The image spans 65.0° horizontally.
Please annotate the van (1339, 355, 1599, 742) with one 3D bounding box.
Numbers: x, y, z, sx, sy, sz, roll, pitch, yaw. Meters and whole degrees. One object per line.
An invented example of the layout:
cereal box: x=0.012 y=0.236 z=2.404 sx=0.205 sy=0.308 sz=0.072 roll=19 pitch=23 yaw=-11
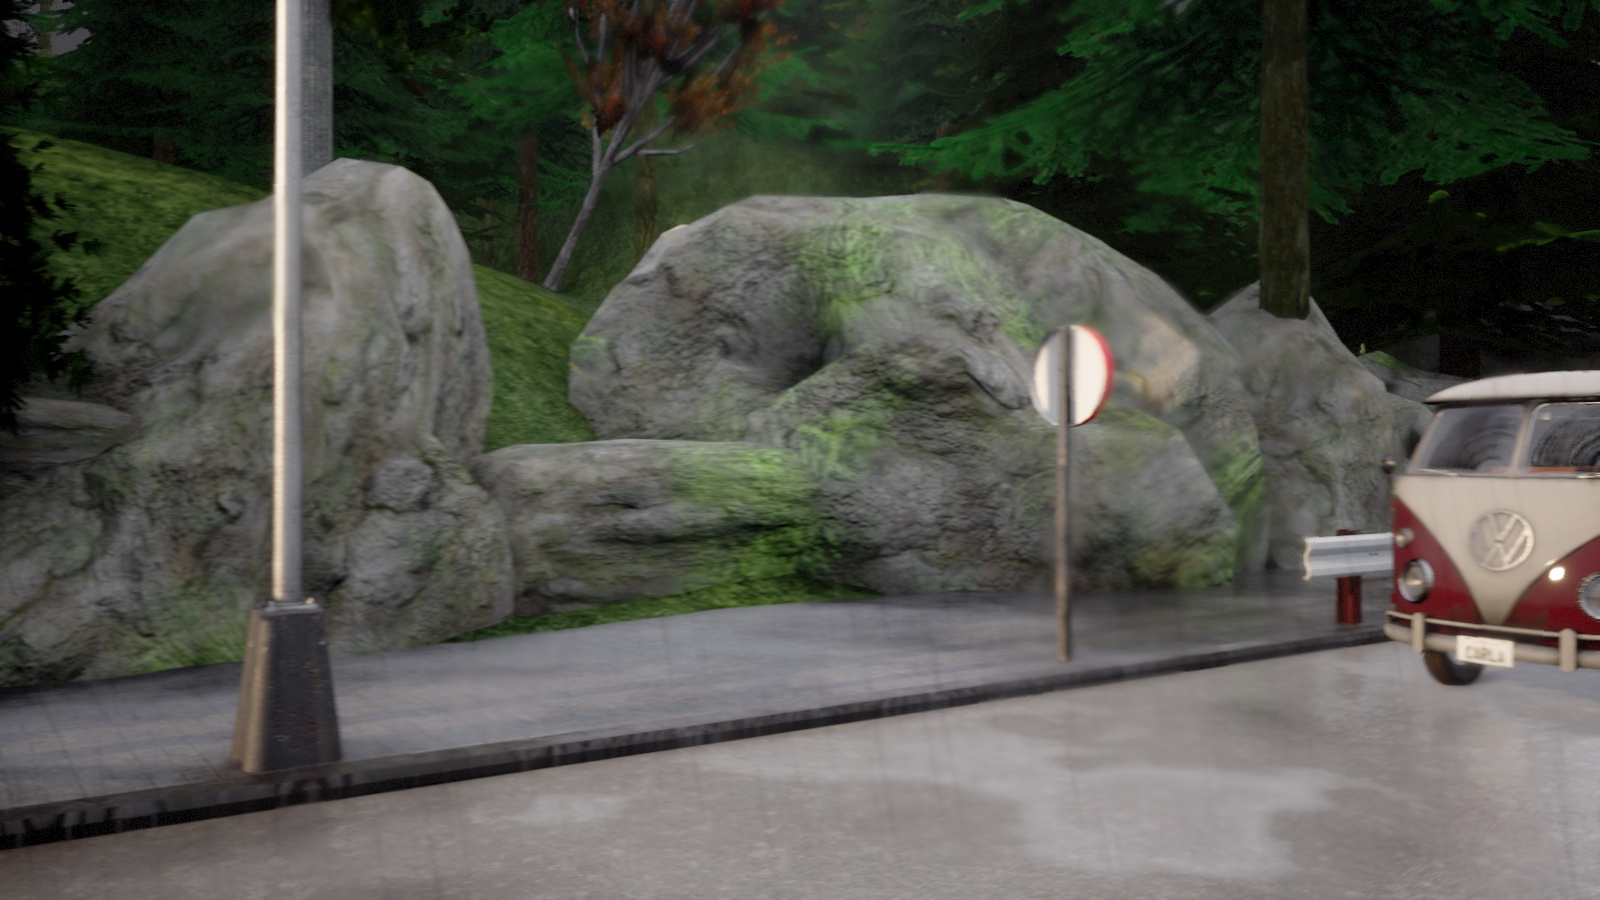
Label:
van: x=5.609 y=0.505 z=8.176 sx=4.442 sy=1.987 sz=1.775 roll=0 pitch=0 yaw=-35
